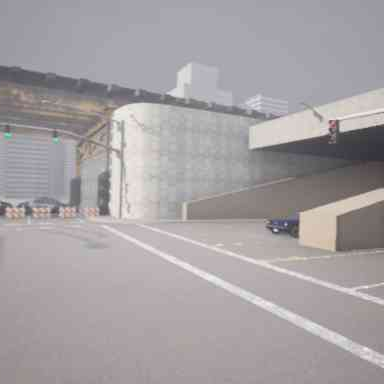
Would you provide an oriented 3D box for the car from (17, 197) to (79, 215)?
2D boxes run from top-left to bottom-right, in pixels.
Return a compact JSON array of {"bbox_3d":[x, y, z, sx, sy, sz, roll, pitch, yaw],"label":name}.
[{"bbox_3d":[-12.724,1.248,29.734,4.974,1.542,2.038,2,0,3],"label":"car"}]

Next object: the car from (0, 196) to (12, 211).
[{"bbox_3d":[-17.178,0.956,26.728,1.853,1.218,4.536,1,0,28],"label":"car"}]

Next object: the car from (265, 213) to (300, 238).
[{"bbox_3d":[6.615,1.865,19.479,4.718,1.301,1.895,2,0,-27],"label":"car"}]

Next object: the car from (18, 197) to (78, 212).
[{"bbox_3d":[-12.772,1.089,29.737,4.536,1.218,1.853,2,0,3],"label":"car"}]

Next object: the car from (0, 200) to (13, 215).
[{"bbox_3d":[-17.206,1.113,26.681,2.038,1.542,4.974,1,0,28],"label":"car"}]
